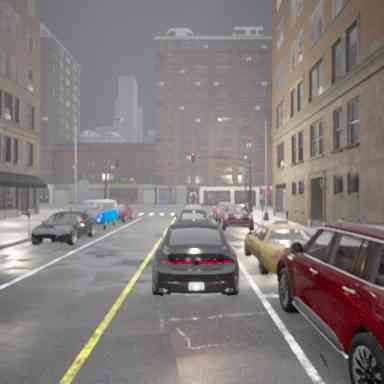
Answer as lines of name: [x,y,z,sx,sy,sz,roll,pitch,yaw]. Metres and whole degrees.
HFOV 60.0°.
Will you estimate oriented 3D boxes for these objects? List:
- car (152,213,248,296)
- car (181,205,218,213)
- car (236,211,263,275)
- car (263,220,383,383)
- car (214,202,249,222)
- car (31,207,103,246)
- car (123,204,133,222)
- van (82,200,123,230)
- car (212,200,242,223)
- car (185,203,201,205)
car: [0.055,1.522,8.651,1.837,1.490,4.892,0,0,-1]
car: [0.102,1.561,16.400,1.812,1.442,4.674,0,0,0]
car: [2.677,1.546,10.294,1.752,1.417,4.829,1,0,0]
car: [2.679,1.323,4.642,2.192,1.841,5.009,1,0,0]
car: [2.680,1.487,21.090,1.967,1.590,4.097,1,0,0]
car: [-5.847,1.599,15.610,1.947,1.339,4.313,1,0,0]
car: [-5.845,1.606,26.575,1.887,1.381,4.507,1,0,0]
van: [-5.844,1.388,21.093,1.690,1.788,3.998,1,0,0]
car: [2.681,1.501,26.573,1.967,1.590,4.097,1,0,0]
car: [0.084,1.608,26.371,2.033,1.411,5.357,0,0,0]
